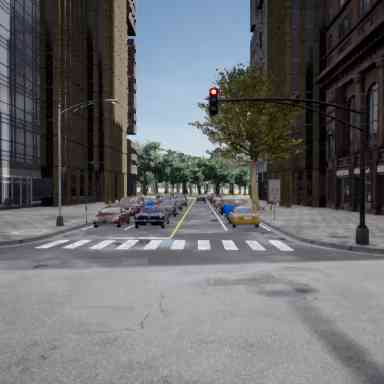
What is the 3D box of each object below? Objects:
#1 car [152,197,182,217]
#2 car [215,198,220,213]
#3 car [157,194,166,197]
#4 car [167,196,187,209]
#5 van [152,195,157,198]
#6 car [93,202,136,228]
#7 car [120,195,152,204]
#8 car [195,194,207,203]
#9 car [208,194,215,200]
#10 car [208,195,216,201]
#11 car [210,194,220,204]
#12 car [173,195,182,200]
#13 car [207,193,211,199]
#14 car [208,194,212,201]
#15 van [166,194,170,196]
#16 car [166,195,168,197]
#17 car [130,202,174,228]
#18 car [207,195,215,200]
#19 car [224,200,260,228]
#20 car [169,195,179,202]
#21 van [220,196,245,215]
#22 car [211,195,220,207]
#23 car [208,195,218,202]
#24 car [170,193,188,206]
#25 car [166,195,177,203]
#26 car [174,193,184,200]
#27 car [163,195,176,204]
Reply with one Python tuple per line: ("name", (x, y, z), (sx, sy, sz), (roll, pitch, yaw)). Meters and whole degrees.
("car", (-2.269, 1.474, 31.223), (1.837, 1.490, 4.892), (0, 0, 2))
("car", (3.626, 1.531, 33.108), (1.947, 1.339, 4.313), (-1, 0, 1))
("car", (-4.757, 1.269, 38.991), (2.192, 1.841, 5.009), (-1, 0, 1))
("car", (-2.032, 1.551, 40.530), (1.895, 1.301, 4.718), (0, 0, 2))
("van", (-4.899, 1.306, 33.313), (1.690, 1.788, 3.998), (-1, 0, 1))
("car", (-5.181, 1.565, 21.956), (1.802, 1.307, 4.206), (-1, 0, 1))
("car", (-5.042, 1.290, 27.635), (2.192, 1.841, 5.009), (-1, 0, 1))
("car", (1.791, 1.389, 65.894), (1.837, 1.490, 4.892), (0, 0, 1))
("car", (4.909, 1.355, 84.374), (1.752, 1.417, 4.829), (0, 0, 1))
("car", (4.764, 1.429, 78.527), (1.802, 1.307, 4.206), (0, 0, 1))
("car", (4.053, 1.471, 50.140), (1.887, 1.381, 4.507), (-1, 0, 1))
("car", (-3.617, 1.375, 84.414), (1.887, 1.381, 4.507), (0, 0, 1))
("car", (4.335, 1.211, 61.494), (2.192, 1.841, 5.009), (-1, 0, 1))
("car", (4.195, 1.462, 55.817), (2.008, 1.369, 4.403), (-1, 0, 1))
("van", (-4.330, 1.252, 56.024), (1.690, 1.788, 3.998), (0, 0, 1))
("car", (-4.612, 1.491, 44.669), (2.008, 1.369, 4.403), (-1, 0, 1))
("car", (-2.508, 1.584, 21.887), (1.895, 1.301, 4.718), (0, 0, 2))
("car", (5.048, 1.379, 89.881), (1.947, 1.339, 4.313), (0, 0, 1))
("car", (3.346, 1.508, 21.922), (1.752, 1.417, 4.829), (-1, 0, 1))
("car", (-3.901, 1.446, 73.058), (1.802, 1.307, 4.206), (0, 0, 1))
("van", (3.482, 1.316, 27.430), (1.690, 1.788, 3.998), (-1, 0, 1))
("car", (3.915, 1.465, 44.633), (1.752, 1.417, 4.829), (-1, 0, 1))
("car", (4.621, 1.415, 72.849), (2.008, 1.369, 4.403), (0, 0, 1))
("car", (-1.744, 1.277, 50.634), (2.097, 1.767, 4.553), (0, 0, 2))
("car", (-4.044, 1.425, 67.380), (1.887, 1.381, 4.507), (0, 0, 1))
("car", (-3.477, 1.128, 90.091), (2.192, 1.841, 5.009), (0, 0, 1))
("car", (-4.187, 1.336, 61.702), (1.967, 1.590, 4.097), (0, 0, 1))
